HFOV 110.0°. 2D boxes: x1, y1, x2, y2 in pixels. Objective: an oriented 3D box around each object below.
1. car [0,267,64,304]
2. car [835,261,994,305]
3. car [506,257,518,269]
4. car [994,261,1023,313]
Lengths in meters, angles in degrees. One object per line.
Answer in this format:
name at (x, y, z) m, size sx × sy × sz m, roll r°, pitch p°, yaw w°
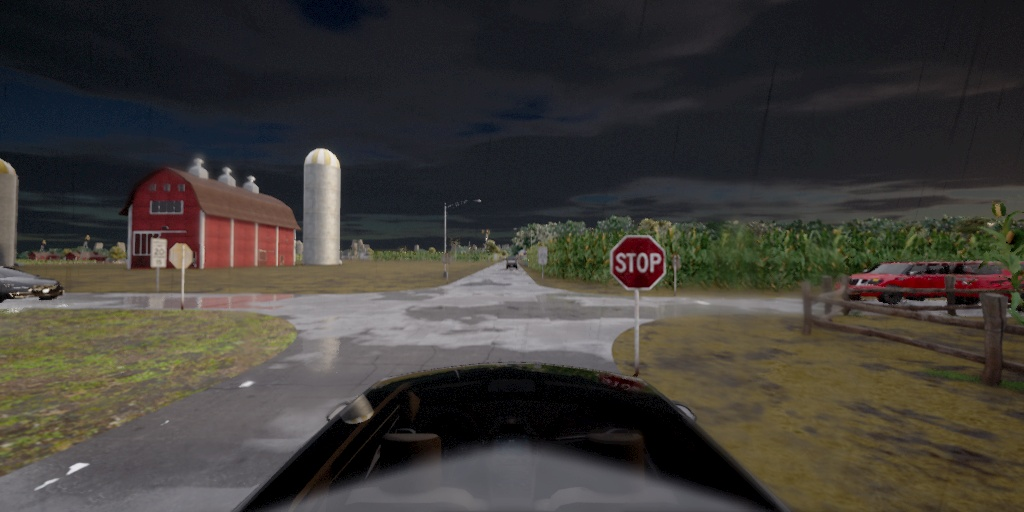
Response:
car at (-21.388, 1.157, 14.592) m, size 4.892 × 1.490 × 1.837 m, roll 0°, pitch -1°, yaw 0°
car at (19.245, 1.284, 17.561) m, size 5.566 × 2.045 × 2.150 m, roll 1°, pitch -1°, yaw 0°
car at (-0.034, 1.454, 61.516) m, size 1.882 × 1.535 × 5.008 m, roll 0°, pitch 0°, yaw 0°
car at (21.603, 1.249, 14.866) m, size 5.566 × 2.045 × 2.150 m, roll 1°, pitch -2°, yaw 1°
